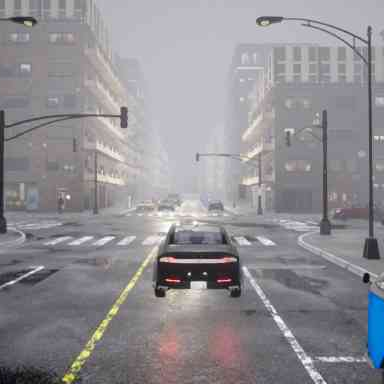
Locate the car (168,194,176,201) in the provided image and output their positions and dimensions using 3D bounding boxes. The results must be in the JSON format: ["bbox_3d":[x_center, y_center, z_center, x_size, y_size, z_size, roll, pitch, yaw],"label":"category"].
[{"bbox_3d":[-5.403,1.483,90.788,1.967,1.590,4.097,1,0,0],"label":"car"}]

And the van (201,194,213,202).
[{"bbox_3d":[2.877,1.364,56.906,1.690,1.788,3.998,1,0,0],"label":"van"}]

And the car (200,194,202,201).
[{"bbox_3d":[2.908,1.554,68.362,1.752,1.417,4.829,1,0,0],"label":"car"}]

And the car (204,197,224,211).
[{"bbox_3d":[2.823,1.581,39.979,1.947,1.339,4.313,1,0,0],"label":"car"}]

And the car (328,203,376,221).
[{"bbox_3d":[13.726,1.609,28.131,4.097,1.590,1.967,0,-1,1],"label":"car"}]

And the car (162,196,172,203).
[{"bbox_3d":[-5.455,1.577,73.860,1.887,1.381,4.507,1,0,0],"label":"car"}]

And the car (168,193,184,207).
[{"bbox_3d":[-2.917,1.244,52.760,2.150,2.045,5.566,0,0,1],"label":"car"}]

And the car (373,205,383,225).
[{"bbox_3d":[13.597,1.583,19.750,4.313,1.339,1.947,0,-1,1],"label":"car"}]

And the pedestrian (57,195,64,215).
[{"bbox_3d":[-12.445,1.218,31.466,0.375,1.860,0.375,0,-1,1],"label":"pedestrian"}]

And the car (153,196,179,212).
[{"bbox_3d":[-2.974,1.562,39.534,2.033,1.411,5.357,0,0,0],"label":"car"}]

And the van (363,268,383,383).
[{"bbox_3d":[2.680,1.342,2.033,1.690,1.788,3.998,1,0,0],"label":"van"}]

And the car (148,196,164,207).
[{"bbox_3d":[-5.522,1.460,51.289,1.967,1.590,4.097,1,0,0],"label":"car"}]

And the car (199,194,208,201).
[{"bbox_3d":[2.962,1.354,85.119,2.192,1.841,5.009,1,0,0],"label":"car"}]

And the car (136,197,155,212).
[{"bbox_3d":[-5.557,1.540,39.834,1.752,1.417,4.829,1,0,0],"label":"car"}]

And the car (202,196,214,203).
[{"bbox_3d":[2.840,1.568,45.622,2.008,1.369,4.403,1,0,0],"label":"car"}]

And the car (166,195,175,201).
[{"bbox_3d":[-5.422,1.590,85.145,2.008,1.369,4.403,1,0,0],"label":"car"}]

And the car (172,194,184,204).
[{"bbox_3d":[-2.816,1.381,67.326,2.097,1.767,4.553,0,0,1],"label":"car"}]

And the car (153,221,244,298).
[{"bbox_3d":[0.126,1.494,8.523,2.128,1.511,4.902,0,0,0],"label":"car"}]
